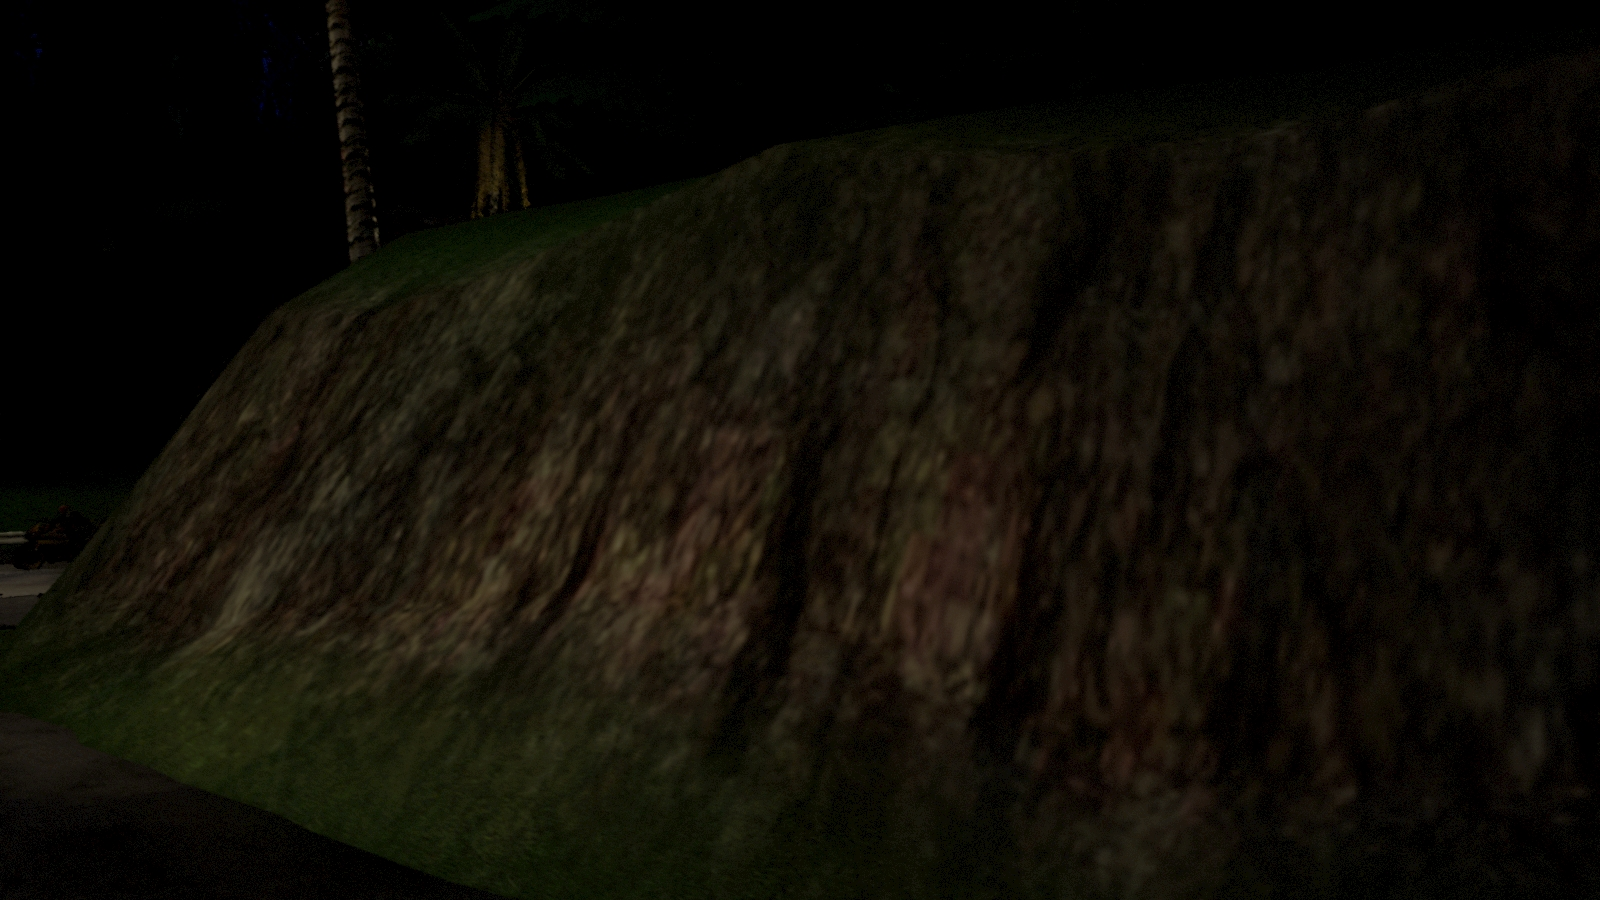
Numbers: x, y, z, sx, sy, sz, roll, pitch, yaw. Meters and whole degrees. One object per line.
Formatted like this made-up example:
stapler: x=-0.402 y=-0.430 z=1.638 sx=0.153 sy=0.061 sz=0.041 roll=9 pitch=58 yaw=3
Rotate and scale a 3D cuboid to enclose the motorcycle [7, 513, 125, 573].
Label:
motorcycle: x=-17.533 y=2.204 z=27.329 sx=0.867 sy=1.251 sz=2.209 roll=0 pitch=0 yaw=35
